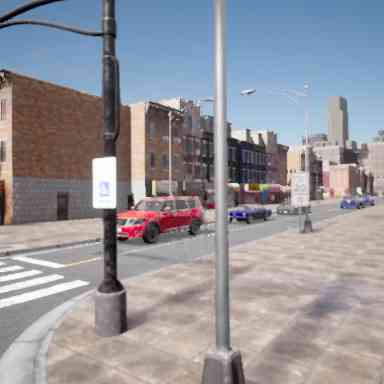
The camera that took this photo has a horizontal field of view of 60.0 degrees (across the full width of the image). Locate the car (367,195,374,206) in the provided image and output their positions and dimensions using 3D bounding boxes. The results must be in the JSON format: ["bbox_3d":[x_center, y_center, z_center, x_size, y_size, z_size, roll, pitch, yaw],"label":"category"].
[{"bbox_3d":[26.004,1.166,50.010,2.097,1.767,4.553,-1,0,32],"label":"car"}]

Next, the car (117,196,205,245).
[{"bbox_3d":[-1.538,1.257,16.449,2.150,2.045,5.566,-1,0,35],"label":"car"}]

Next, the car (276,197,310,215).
[{"bbox_3d":[9.939,1.279,32.558,2.097,1.767,4.553,-1,0,36],"label":"car"}]

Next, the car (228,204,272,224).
[{"bbox_3d":[4.142,1.575,24.435,1.895,1.301,4.718,-1,0,35],"label":"car"}]

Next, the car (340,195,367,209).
[{"bbox_3d":[20.201,1.199,41.906,2.097,1.767,4.553,-1,0,36],"label":"car"}]
